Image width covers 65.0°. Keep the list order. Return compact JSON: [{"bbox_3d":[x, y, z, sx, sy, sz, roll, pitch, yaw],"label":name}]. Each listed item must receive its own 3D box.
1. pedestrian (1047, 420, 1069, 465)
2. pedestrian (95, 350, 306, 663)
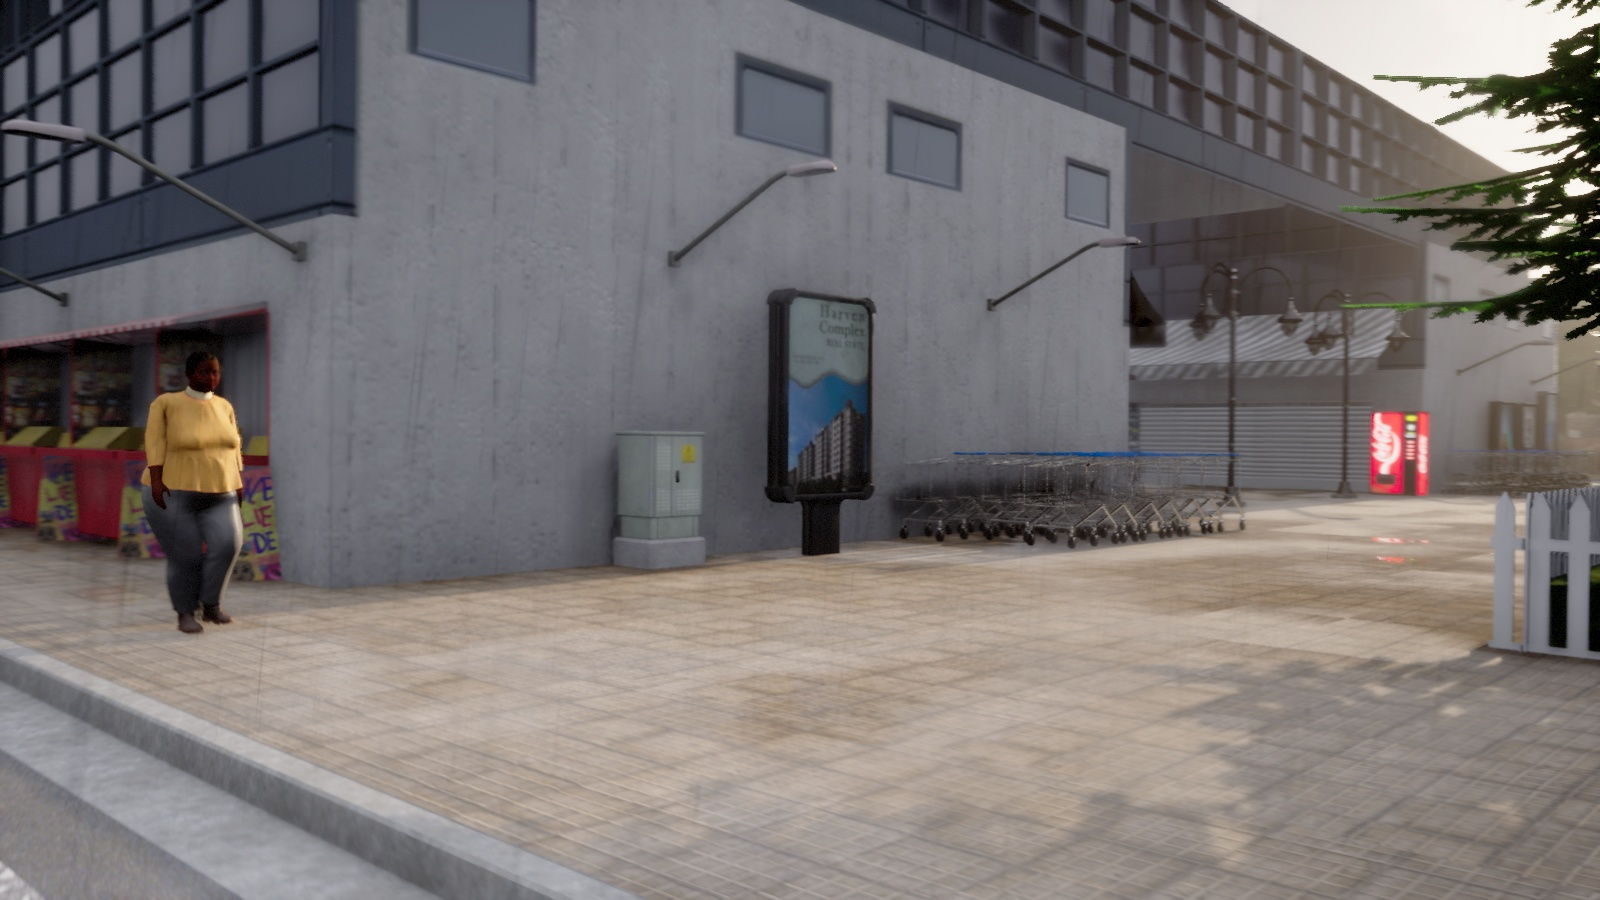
[{"bbox_3d":[11.240,-0.321,54.710,0.423,1.949,0.788,-1,1,-44],"label":"pedestrian"},{"bbox_3d":[-3.844,0.331,8.066,0.900,1.855,0.874,0,1,35],"label":"pedestrian"}]
